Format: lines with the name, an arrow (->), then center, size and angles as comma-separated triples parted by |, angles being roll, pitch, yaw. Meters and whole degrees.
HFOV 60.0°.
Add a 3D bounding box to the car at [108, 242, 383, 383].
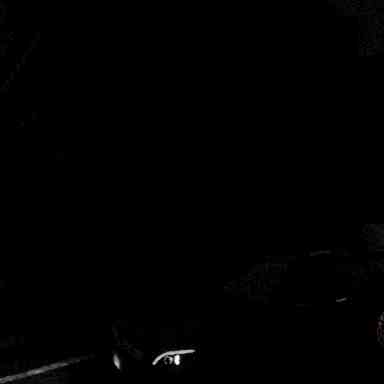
car -> 1.188, 1.525, 4.766 | 4.674, 1.442, 1.812 | 0, 0, -32
